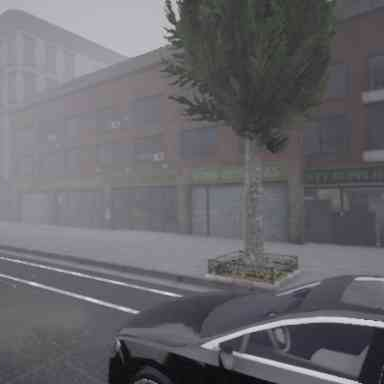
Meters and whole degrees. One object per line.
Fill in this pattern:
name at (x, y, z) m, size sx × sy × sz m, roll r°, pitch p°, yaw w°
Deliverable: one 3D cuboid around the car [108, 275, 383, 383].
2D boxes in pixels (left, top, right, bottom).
car at (1.382, 1.495, 2.700) m, size 4.902 × 1.511 × 2.128 m, roll -1°, pitch 0°, yaw 35°
